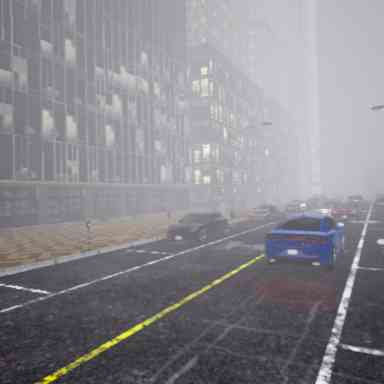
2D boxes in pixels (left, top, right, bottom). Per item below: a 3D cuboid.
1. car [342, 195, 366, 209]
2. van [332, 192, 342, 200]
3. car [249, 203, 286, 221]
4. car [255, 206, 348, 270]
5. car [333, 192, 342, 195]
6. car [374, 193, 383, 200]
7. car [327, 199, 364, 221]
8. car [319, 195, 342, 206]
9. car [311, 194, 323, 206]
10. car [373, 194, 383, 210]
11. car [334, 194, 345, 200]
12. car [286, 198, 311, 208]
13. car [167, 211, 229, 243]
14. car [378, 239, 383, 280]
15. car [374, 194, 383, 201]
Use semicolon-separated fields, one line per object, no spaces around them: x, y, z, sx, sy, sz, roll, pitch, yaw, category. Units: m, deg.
20.007;1.108;40.543;2.097;1.767;4.553;-2;0;29;car
33.436;0.974;76.639;1.690;1.788;3.998;-1;0;29;van
5.939;1.616;26.800;1.802;1.307;4.206;-1;0;29;car
3.909;1.456;11.154;1.882;1.535;5.008;-2;0;29;car
30.688;1.115;71.654;1.967;1.590;4.097;-1;0;29;car
40.849;0.936;72.725;1.752;1.417;4.829;-1;0;29;car
12.027;1.468;25.855;1.895;1.301;4.718;-2;0;29;car
18.572;1.418;44.139;1.895;1.301;4.718;-2;0;29;car
16.939;1.423;46.736;1.887;1.381;4.507;-1;0;29;car
21.518;1.263;37.692;1.947;1.339;4.313;-1;0;29;car
36.191;1.156;81.621;1.947;1.339;4.313;-1;0;29;car
11.439;1.508;36.769;2.008;1.369;4.403;-1;0;29;car
0.438;1.676;16.835;1.947;1.339;4.313;-1;0;29;car
4.706;1.401;6.310;1.882;1.535;5.008;-2;0;29;car
38.018;1.035;67.592;1.802;1.307;4.206;-1;0;29;car
